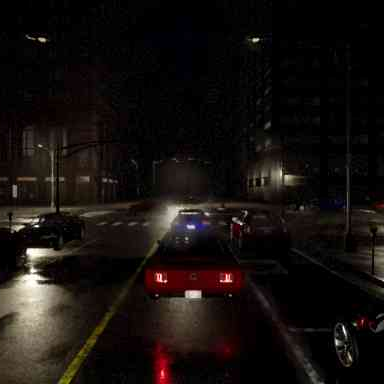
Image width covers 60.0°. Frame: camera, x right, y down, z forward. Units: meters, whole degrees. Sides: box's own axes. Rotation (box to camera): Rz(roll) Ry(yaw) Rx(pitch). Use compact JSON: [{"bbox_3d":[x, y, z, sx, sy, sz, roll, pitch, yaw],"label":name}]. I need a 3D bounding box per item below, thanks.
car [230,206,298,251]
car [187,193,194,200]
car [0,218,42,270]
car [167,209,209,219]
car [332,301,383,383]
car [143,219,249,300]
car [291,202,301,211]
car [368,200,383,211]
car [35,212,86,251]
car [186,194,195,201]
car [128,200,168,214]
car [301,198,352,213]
[{"bbox_3d":[2.720,1.441,13.980,1.967,1.590,4.097,0,0,0],"label":"car"},{"bbox_3d":[-0.399,1.288,92.263,2.097,1.767,4.553,0,0,0],"label":"car"},{"bbox_3d":[-5.788,1.566,8.317,1.947,1.339,4.313,0,0,0],"label":"car"},{"bbox_3d":[-0.047,1.565,17.108,1.994,1.385,4.181,0,0,0],"label":"car"},{"bbox_3d":[2.753,1.566,2.708,1.947,1.339,4.313,0,0,0],"label":"car"},{"bbox_3d":[0.040,1.601,8.352,1.895,1.301,4.718,0,0,0],"label":"car"},{"bbox_3d":[14.101,1.447,38.858,4.892,1.490,1.837,0,0,1],"label":"car"},{"bbox_3d":[23.027,1.486,38.925,4.181,1.385,1.994,0,0,-1],"label":"car"},{"bbox_3d":[-5.805,1.551,13.954,2.008,1.369,4.403,0,0,0],"label":"car"},{"bbox_3d":[-0.329,1.409,82.255,2.097,1.767,4.553,0,0,0],"label":"car"},{"bbox_3d":[-4.680,1.578,35.528,4.181,1.385,1.994,0,0,0],"label":"car"},{"bbox_3d":[14.636,1.483,35.622,4.674,1.442,1.812,0,0,0],"label":"car"}]
